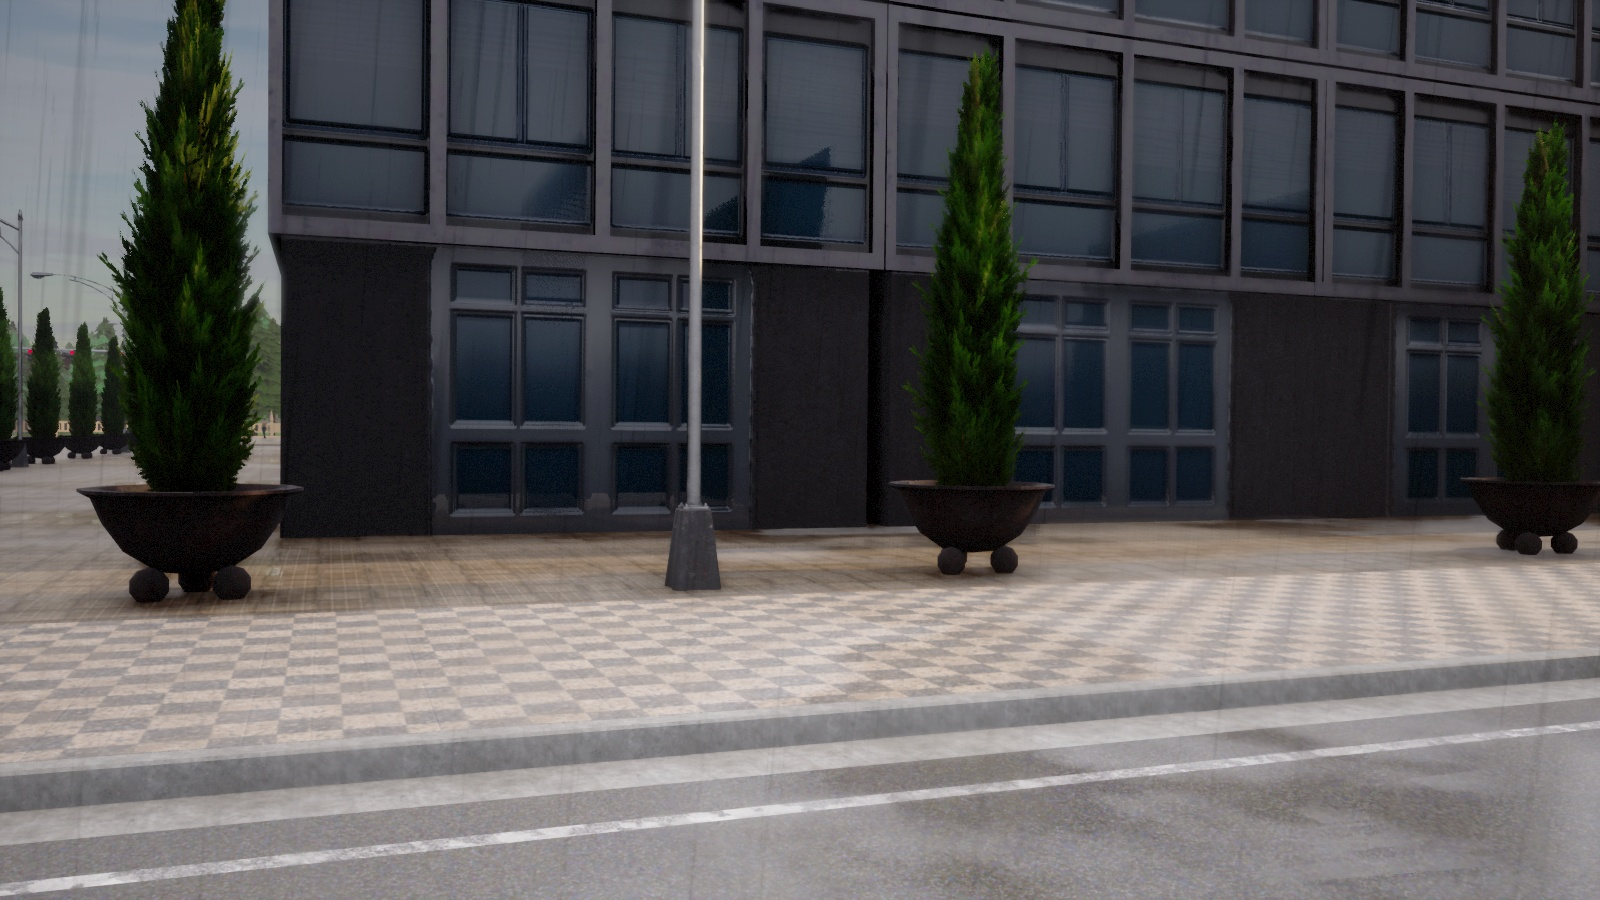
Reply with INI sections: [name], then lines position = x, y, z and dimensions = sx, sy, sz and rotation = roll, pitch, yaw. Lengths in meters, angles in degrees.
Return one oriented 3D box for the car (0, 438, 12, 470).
[car]
position = -38.497, 0.209, 58.691
dimensions = 1.837, 1.490, 4.892
rotation = -1, 1, -20
